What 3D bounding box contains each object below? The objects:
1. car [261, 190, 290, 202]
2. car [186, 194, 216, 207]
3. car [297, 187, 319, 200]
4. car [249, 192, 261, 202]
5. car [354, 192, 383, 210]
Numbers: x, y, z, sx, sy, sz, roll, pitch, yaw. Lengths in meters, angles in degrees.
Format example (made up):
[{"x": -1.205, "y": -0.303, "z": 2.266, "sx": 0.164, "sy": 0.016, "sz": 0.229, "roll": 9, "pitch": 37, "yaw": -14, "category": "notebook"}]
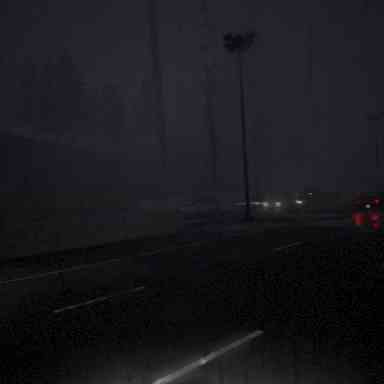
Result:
[{"x": 11.611, "y": 0.481, "z": 44.814, "sx": 1.882, "sy": 1.535, "sz": 5.008, "roll": -3, "pitch": 1, "yaw": 37, "category": "car"}, {"x": 1.206, "y": 1.086, "z": 42.989, "sx": 2.128, "sy": 1.511, "sz": 4.902, "roll": -3, "pitch": 1, "yaw": 40, "category": "car"}, {"x": 15.550, "y": 0.141, "z": 44.279, "sx": 2.097, "sy": 1.767, "sz": 4.553, "roll": -3, "pitch": 1, "yaw": 37, "category": "car"}, {"x": 9.667, "y": 0.687, "z": 48.014, "sx": 1.895, "sy": 1.301, "sz": 4.718, "roll": -3, "pitch": 1, "yaw": 37, "category": "car"}, {"x": 14.017, "y": 0.623, "z": 25.409, "sx": 1.895, "sy": 1.301, "sz": 4.718, "roll": -3, "pitch": 1, "yaw": 42, "category": "car"}]
